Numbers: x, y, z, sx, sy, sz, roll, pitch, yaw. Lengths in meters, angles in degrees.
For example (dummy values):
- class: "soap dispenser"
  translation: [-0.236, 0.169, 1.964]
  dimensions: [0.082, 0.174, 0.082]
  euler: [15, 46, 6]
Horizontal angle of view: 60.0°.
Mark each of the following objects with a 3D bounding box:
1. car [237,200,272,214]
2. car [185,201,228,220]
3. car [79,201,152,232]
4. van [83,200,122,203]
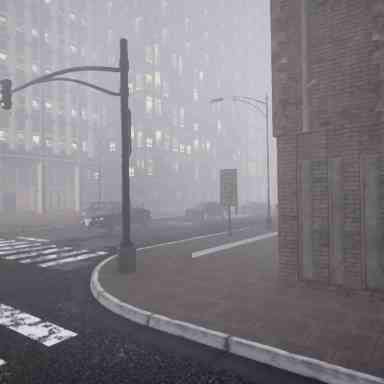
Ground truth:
- class: "car"
  translation: [7.273, 1.707, 37.494]
  dimensions: [1.895, 1.301, 4.718]
  euler: [-1, -1, 36]
- class: "car"
  translation: [1.318, 1.563, 29.206]
  dimensions: [1.882, 1.535, 5.008]
  euler: [-1, -1, 36]
- class: "car"
  translation: [-4.609, 1.558, 20.959]
  dimensions: [2.128, 1.511, 4.902]
  euler: [-1, -1, 34]
- class: "van"
  translation: [-5.985, 1.460, 23.474]
  dimensions: [1.690, 1.788, 3.998]
  euler: [-2, -1, 36]
